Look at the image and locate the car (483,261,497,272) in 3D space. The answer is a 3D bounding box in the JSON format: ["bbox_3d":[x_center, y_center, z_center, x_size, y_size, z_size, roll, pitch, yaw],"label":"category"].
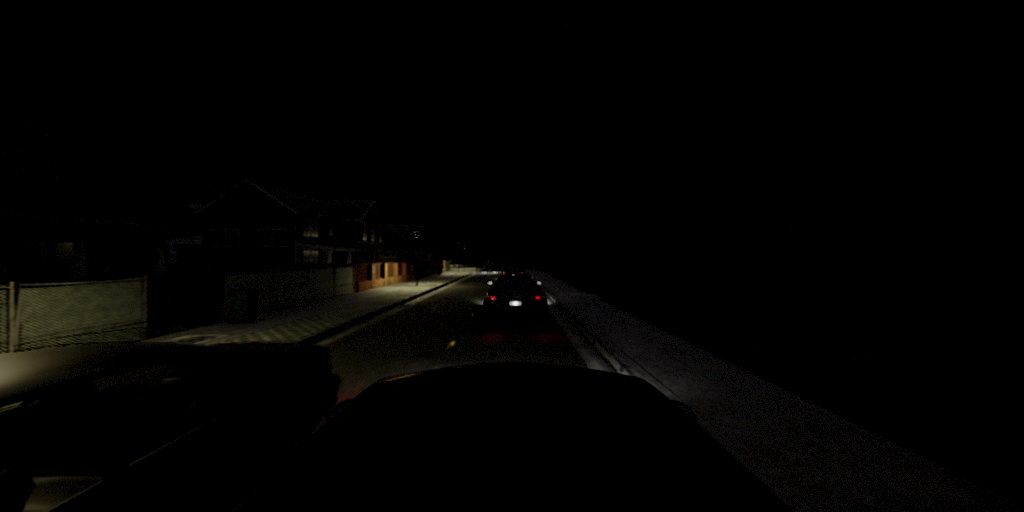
[{"bbox_3d":[-3.093,1.431,49.980,2.033,1.411,5.357,0,0,-4],"label":"car"}]

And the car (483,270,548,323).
[{"bbox_3d":[0.099,1.344,12.292,1.994,1.385,4.181,0,0,0],"label":"car"}]

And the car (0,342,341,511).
[{"bbox_3d":[-2.852,1.298,1.724,2.033,1.411,5.357,0,0,0],"label":"car"}]

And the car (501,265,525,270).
[{"bbox_3d":[0.095,1.391,28.816,1.994,1.385,4.181,0,0,0],"label":"car"}]
